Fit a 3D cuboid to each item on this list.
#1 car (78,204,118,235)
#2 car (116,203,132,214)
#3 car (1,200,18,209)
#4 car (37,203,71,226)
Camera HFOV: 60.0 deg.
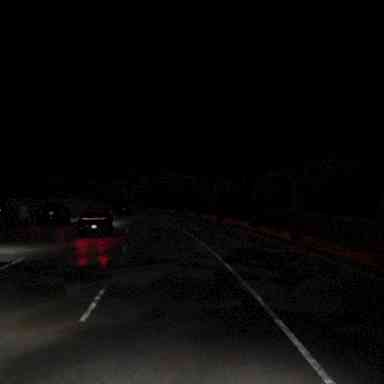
[{"bbox_3d":[-5.912,1.721,20.734,2.128,1.511,4.902,0,-1,-12],"label":"car"},{"bbox_3d":[-8.766,2.008,41.200,1.994,1.385,4.181,0,-1,-22],"label":"car"},{"bbox_3d":[-31.347,2.204,57.726,1.812,1.442,4.674,0,-1,-24],"label":"car"},{"bbox_3d":[-11.051,1.658,26.842,2.097,1.767,4.553,0,-1,-15],"label":"car"}]
